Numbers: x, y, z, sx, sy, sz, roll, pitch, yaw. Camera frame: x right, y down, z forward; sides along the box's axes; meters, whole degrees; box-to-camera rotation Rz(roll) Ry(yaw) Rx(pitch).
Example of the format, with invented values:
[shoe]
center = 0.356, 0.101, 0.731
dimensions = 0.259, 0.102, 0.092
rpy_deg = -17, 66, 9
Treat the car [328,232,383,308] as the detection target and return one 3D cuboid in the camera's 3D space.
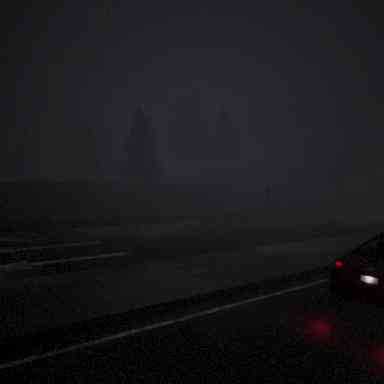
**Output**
[car]
center = 4.853, 1.564, 7.209
dimensions = 4.181, 1.385, 1.994
rpy_deg = 0, 0, -35
